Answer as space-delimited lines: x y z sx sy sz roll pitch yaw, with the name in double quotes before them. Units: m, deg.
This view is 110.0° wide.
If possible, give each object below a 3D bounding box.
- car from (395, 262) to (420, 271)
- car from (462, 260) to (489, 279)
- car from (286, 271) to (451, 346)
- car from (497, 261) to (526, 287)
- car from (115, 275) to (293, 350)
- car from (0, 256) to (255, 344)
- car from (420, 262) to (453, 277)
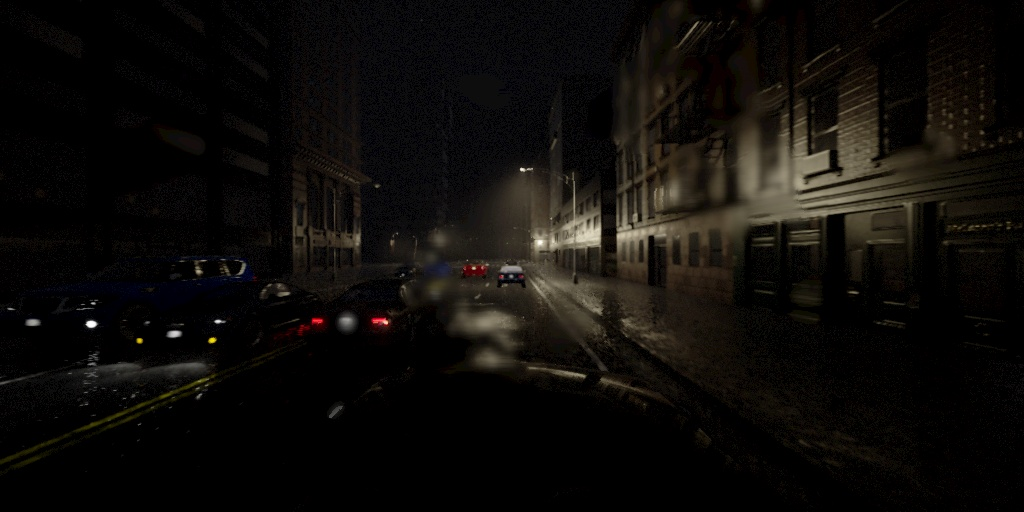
"car" -9.877 1.335 35.172 2.033 1.411 5.357 0 0 0
"car" -3.262 1.111 32.857 2.097 1.767 4.553 0 0 0
"car" -3.163 1.311 9.387 2.033 1.411 5.357 0 0 0
"car" -0.026 1.296 24.468 2.033 1.411 5.357 0 0 0
"car" -6.614 1.342 9.008 1.994 1.385 4.181 0 0 0
"car" -9.862 1.013 10.134 2.150 2.045 5.566 0 0 0
"car" -6.642 1.252 32.815 1.882 1.535 5.008 0 0 0
